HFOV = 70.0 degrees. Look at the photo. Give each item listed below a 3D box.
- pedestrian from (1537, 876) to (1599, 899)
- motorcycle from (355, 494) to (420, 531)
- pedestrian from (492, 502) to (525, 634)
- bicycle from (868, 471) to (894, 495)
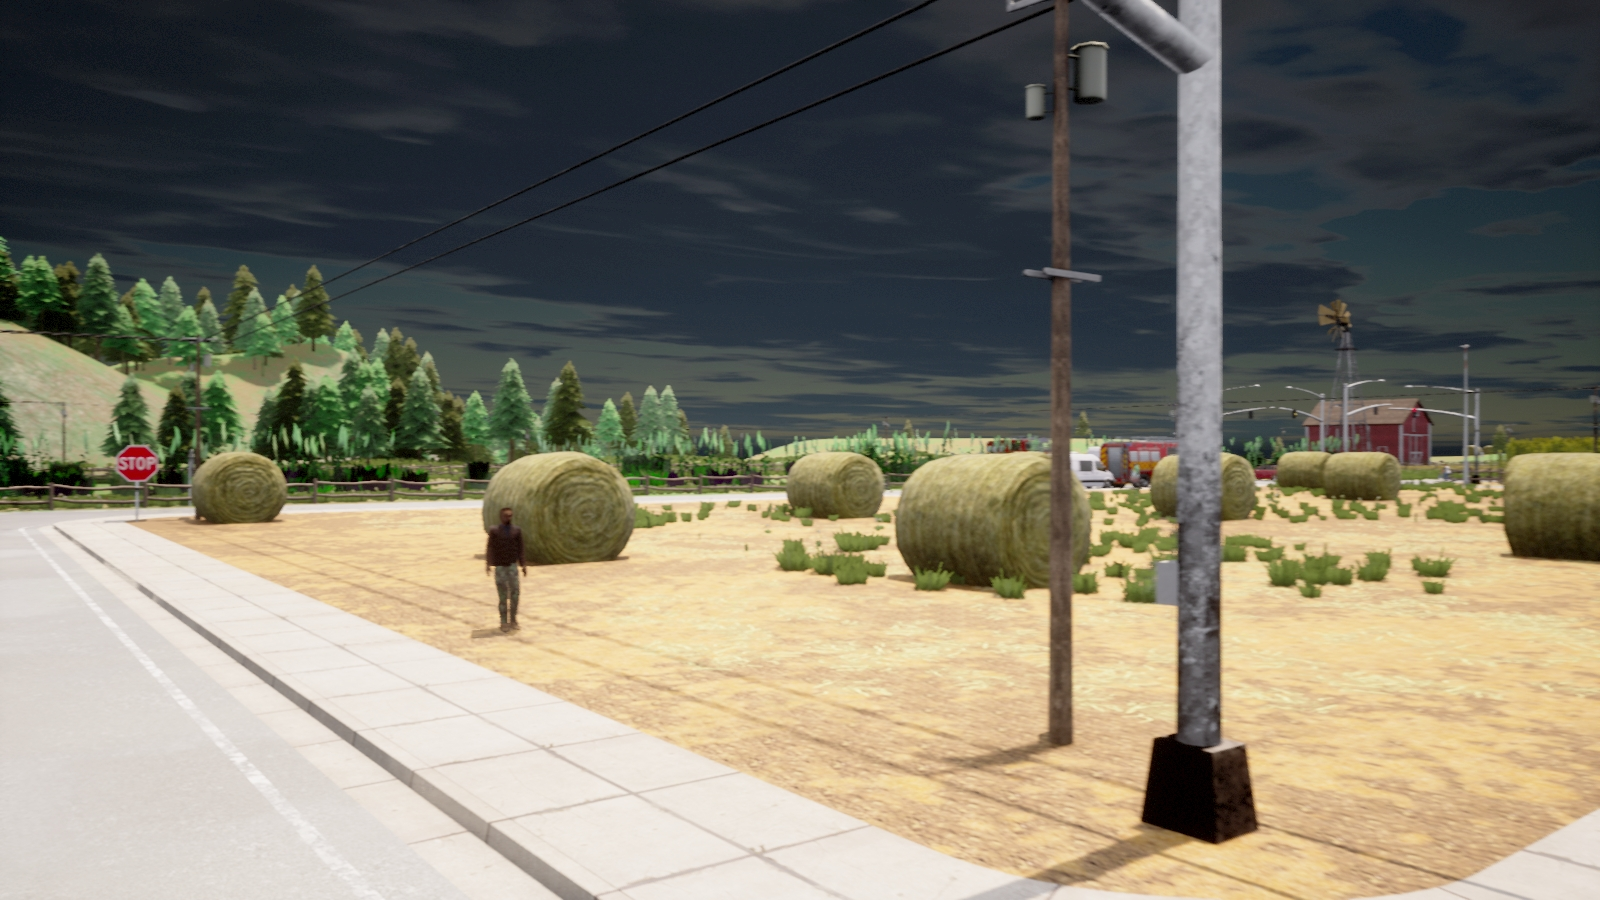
[{"bbox_3d":[2.950,2.210,4.109,0.500,1.100,0.500,0,0,32],"label":"pedestrian"},{"bbox_3d":[-14.586,2.195,40.432,2.033,1.199,0.803,0,0,-38],"label":"motorcycle"},{"bbox_3d":[-4.206,1.687,16.469,0.375,1.860,0.375,0,0,-30],"label":"pedestrian"},{"bbox_3d":[5.058,2.062,71.329,1.835,1.471,0.329,0,0,-34],"label":"bicycle"}]
